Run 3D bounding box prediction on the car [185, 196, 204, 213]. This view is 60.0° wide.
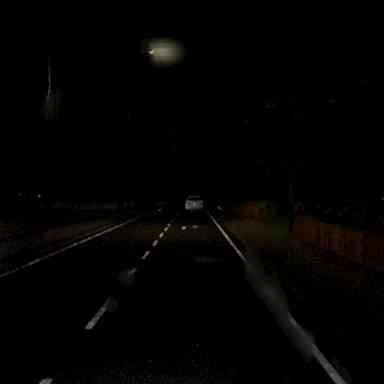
[{"bbox_3d":[0.316,1.506,41.690,2.150,2.045,5.566,0,0,1],"label":"car"}]

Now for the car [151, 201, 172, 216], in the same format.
[{"bbox_3d":[-3.242,1.723,36.139,1.882,1.535,5.008,0,0,0],"label":"car"}]
